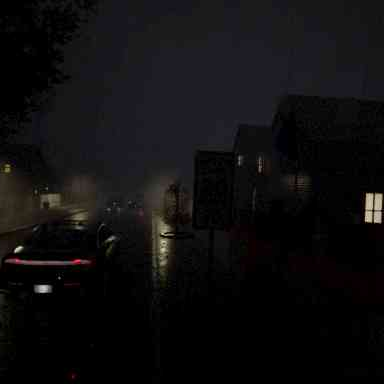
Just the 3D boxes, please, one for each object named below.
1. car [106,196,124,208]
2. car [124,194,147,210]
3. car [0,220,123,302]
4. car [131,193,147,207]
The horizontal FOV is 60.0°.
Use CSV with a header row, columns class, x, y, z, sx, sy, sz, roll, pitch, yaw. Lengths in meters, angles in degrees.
class,x,y,z,sx,sy,sz,roll,pitch,yaw
car,-9.730,1.229,42.723,1.994,1.385,4.181,2,0,-7
car,-6.442,1.311,38.885,1.812,1.442,4.674,2,0,-6
car,-2.825,1.427,8.093,2.128,1.511,4.902,2,0,-7
car,-7.650,1.103,48.608,2.097,1.767,4.553,2,0,-7
